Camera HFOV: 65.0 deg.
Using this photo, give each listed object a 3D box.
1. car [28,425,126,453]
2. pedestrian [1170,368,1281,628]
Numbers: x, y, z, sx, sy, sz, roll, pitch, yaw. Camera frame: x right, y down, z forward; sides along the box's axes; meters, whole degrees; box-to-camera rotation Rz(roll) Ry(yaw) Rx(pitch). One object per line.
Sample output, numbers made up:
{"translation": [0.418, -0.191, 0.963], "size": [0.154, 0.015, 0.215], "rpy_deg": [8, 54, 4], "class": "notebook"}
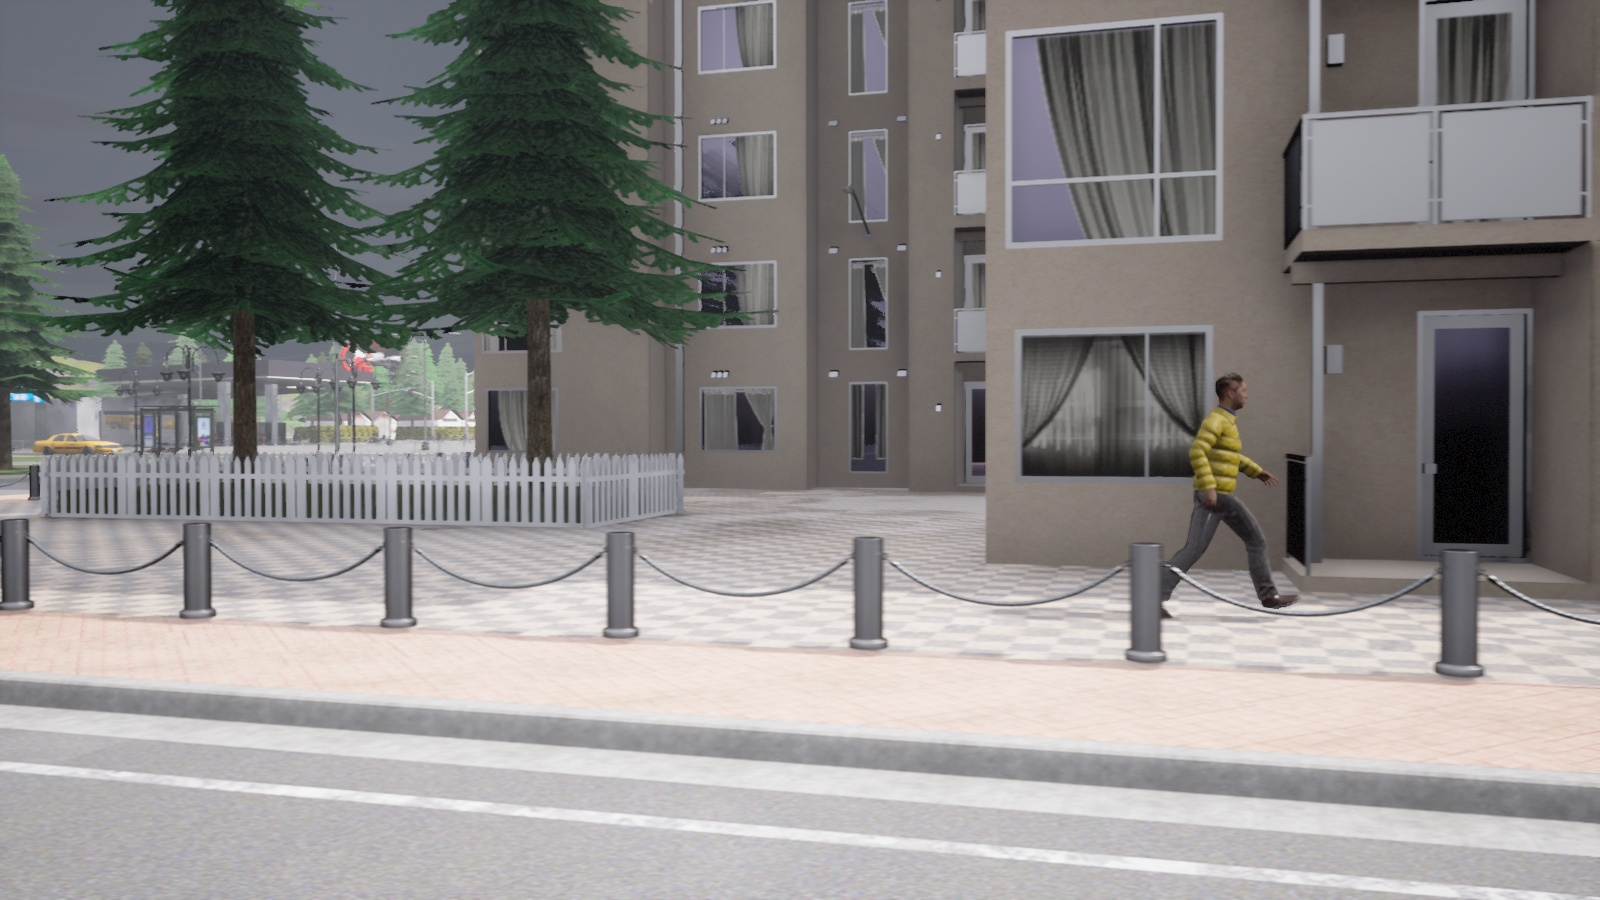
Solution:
{"translation": [-43.199, -0.676, 75.023], "size": [5.366, 1.575, 1.801], "rpy_deg": [1, 1, 15], "class": "car"}
{"translation": [3.102, 0.335, 9.197], "size": [0.709, 1.840, 0.431], "rpy_deg": [1, 1, 13], "class": "pedestrian"}
